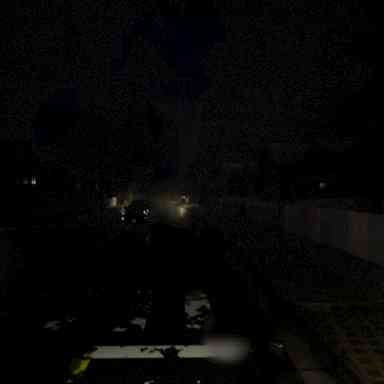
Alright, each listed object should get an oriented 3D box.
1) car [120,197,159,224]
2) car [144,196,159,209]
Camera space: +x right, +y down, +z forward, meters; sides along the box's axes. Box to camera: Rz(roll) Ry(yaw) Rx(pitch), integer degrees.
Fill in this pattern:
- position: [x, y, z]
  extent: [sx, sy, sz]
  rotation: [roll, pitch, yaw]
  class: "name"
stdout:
- position: [-3.851, 1.386, 24.861]
  extent: [2.097, 1.767, 4.553]
  rotation: [-1, 0, 3]
  class: "car"
- position: [-6.099, 1.482, 49.743]
  extent: [2.097, 1.767, 4.553]
  rotation: [0, 0, -7]
  class: "car"
